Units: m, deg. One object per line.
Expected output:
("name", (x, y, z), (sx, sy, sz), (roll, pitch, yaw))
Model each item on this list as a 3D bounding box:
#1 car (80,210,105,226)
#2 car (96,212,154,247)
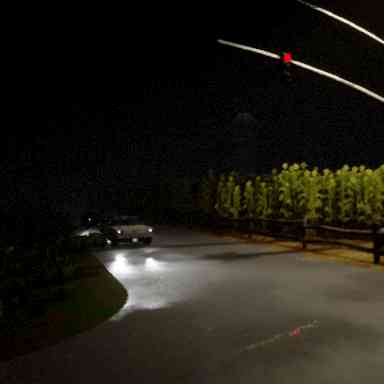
("car", (-7.503, 2.054, 25.921), (1.895, 1.301, 4.718), (0, -1, -24))
("car", (-3.450, 1.885, 16.959), (1.895, 1.301, 4.718), (0, -1, -24))
